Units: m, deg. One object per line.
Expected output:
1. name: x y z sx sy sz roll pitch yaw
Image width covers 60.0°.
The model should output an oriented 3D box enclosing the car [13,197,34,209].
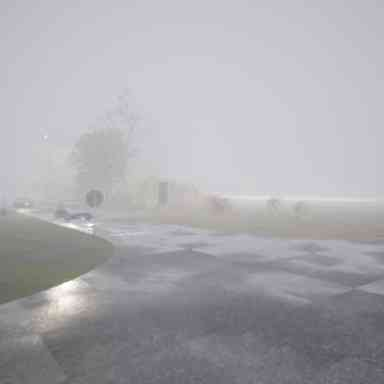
1. car: -21.563 1.351 42.600 2.128 1.511 4.902 0 0 -36

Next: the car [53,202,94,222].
1. car: -9.481 1.509 26.287 2.033 1.411 5.357 0 0 -37
